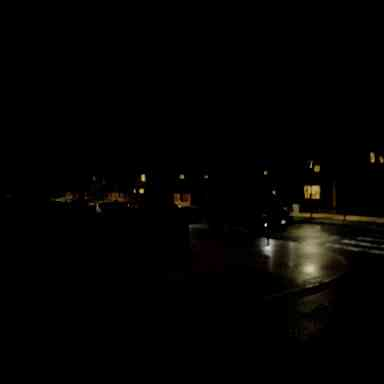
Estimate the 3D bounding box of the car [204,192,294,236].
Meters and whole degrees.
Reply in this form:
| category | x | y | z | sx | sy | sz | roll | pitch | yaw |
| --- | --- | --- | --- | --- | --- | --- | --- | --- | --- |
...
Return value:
| category | x | y | z | sx | sy | sz | roll | pitch | yaw |
| --- | --- | --- | --- | --- | --- | --- | --- | --- | --- |
| car | 2.837 | 1.072 | 18.159 | 2.150 | 2.045 | 5.566 | -3 | 1 | -33 |

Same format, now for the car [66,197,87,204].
| category | x | y | z | sx | sy | sz | roll | pitch | yaw |
| --- | --- | --- | --- | --- | --- | --- | --- | --- | --- |
| car | -16.667 | 1.409 | 47.908 | 1.895 | 1.301 | 4.718 | -3 | 2 | -33 |

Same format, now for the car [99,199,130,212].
| category | x | y | z | sx | sy | sz | roll | pitch | yaw |
| --- | --- | --- | --- | --- | --- | --- | --- | --- | --- |
| car | -8.206 | 1.427 | 34.933 | 1.895 | 1.301 | 4.718 | -3 | 2 | -33 |

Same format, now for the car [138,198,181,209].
| category | x | y | z | sx | sy | sz | roll | pitch | yaw |
| --- | --- | --- | --- | --- | --- | --- | --- | --- | --- |
| car | -2.621 | 1.193 | 26.445 | 2.097 | 1.767 | 4.553 | -3 | 1 | -33 |
